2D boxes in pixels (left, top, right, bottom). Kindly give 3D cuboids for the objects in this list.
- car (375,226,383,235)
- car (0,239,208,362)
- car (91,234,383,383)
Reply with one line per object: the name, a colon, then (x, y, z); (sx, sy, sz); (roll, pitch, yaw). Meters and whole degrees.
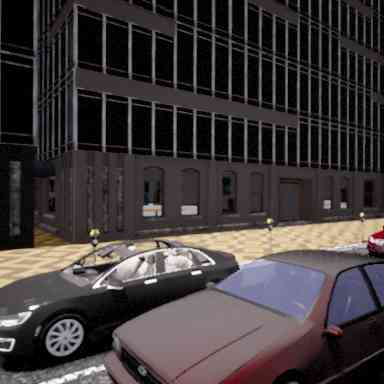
car: (8.226, 1.650, 12.395); (4.206, 1.307, 1.802); (0, 0, -35)
car: (-1.054, 1.562, 5.802); (4.403, 1.369, 2.008); (0, 0, -35)
car: (1.649, 1.566, 4.545); (5.357, 1.411, 2.033); (0, 0, -35)
